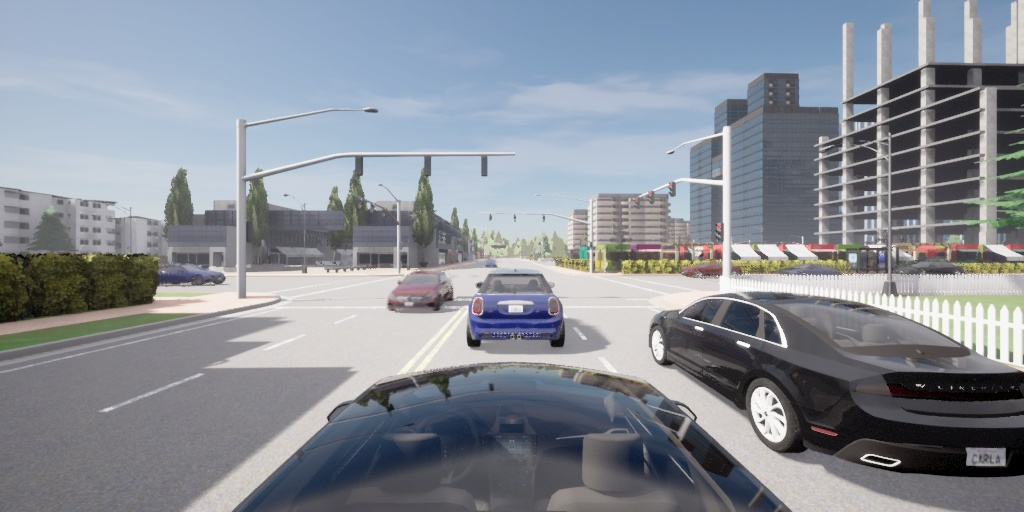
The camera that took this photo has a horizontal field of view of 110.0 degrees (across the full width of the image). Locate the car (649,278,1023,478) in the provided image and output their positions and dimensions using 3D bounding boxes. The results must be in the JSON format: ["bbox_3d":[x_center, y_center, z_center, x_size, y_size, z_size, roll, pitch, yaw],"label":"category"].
[{"bbox_3d":[3.562,1.255,5.104,1.837,1.490,4.892,0,0,0],"label":"car"}]

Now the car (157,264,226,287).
[{"bbox_3d":[-22.052,1.275,24.154,4.674,1.442,1.812,0,0,-1],"label":"car"}]

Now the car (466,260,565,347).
[{"bbox_3d":[0.084,1.102,9.465,2.097,1.767,4.553,0,0,0],"label":"car"}]

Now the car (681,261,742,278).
[{"bbox_3d":[17.875,1.227,32.267,5.008,1.535,1.882,0,0,-1],"label":"car"}]

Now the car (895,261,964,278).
[{"bbox_3d":[38.045,1.227,32.760,5.008,1.535,1.882,0,0,-1],"label":"car"}]

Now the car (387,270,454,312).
[{"bbox_3d":[-3.482,1.329,14.448,1.812,1.442,4.674,0,1,0],"label":"car"}]

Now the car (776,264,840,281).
[{"bbox_3d":[23.830,1.313,28.915,4.181,1.385,1.994,0,0,-1],"label":"car"}]
